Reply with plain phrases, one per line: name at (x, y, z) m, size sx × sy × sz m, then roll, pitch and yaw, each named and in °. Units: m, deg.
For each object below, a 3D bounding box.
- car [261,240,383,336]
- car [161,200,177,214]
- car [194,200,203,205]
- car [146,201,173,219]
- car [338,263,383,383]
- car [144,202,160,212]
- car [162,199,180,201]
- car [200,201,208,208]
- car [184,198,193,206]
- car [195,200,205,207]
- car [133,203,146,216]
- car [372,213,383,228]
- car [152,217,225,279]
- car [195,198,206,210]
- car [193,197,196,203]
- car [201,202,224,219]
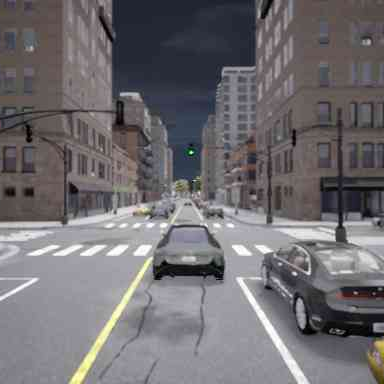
car at (2.574, 1.637, 6.714) m, size 2.008 × 1.369 × 4.403 m, roll 0°, pitch -1°, yaw -1°
car at (-3.351, 2.127, 43.813) m, size 1.994 × 1.385 × 4.181 m, roll 0°, pitch -1°, yaw -1°
car at (1.636, 2.639, 84.714) m, size 1.947 × 1.339 × 4.313 m, roll 0°, pitch -1°, yaw -1°
car at (-3.231, 1.942, 33.909) m, size 1.837 × 1.490 × 4.892 m, roll 0°, pitch -1°, yaw -1°
car at (2.642, 1.545, 1.479) m, size 1.752 × 1.417 × 4.829 m, roll 0°, pitch -1°, yaw -1°
car at (-5.980, 2.214, 50.529) m, size 1.947 × 1.339 × 4.313 m, roll 0°, pitch -1°, yaw -1°
car at (-3.473, 2.241, 54.180) m, size 2.033 × 1.411 × 5.357 m, roll 0°, pitch -1°, yaw -1°
car at (2.181, 2.084, 39.266) m, size 1.802 × 1.307 × 4.206 m, roll 0°, pitch -1°, yaw -1°
car at (-0.859, 2.529, 73.455) m, size 1.895 × 1.301 × 4.718 m, roll 0°, pitch -1°, yaw -1°
car at (1.772, 2.497, 73.352) m, size 1.947 × 1.339 × 4.313 m, roll 0°, pitch -1°, yaw -1°
car at (-5.841, 2.028, 38.999) m, size 1.752 × 1.417 × 4.829 m, roll 0°, pitch -1°, yaw -1°
car at (14.245, 1.672, 21.507) m, size 4.902 × 1.511 × 2.128 m, roll 0°, pitch -1°, yaw -2°
car at (-0.109, 1.700, 10.478) m, size 1.994 × 1.385 × 4.181 m, roll 0°, pitch -1°, yaw -1°
car at (1.977, 2.157, 56.311) m, size 1.967 × 1.590 × 4.097 m, roll 0°, pitch -1°, yaw -1°
car at (1.840, 2.175, 67.674) m, size 2.192 × 1.841 × 5.009 m, roll 0°, pitch -1°, yaw -1°
car at (2.249, 1.981, 33.586) m, size 2.008 × 1.369 × 4.403 m, roll 0°, pitch -1°, yaw -1°
